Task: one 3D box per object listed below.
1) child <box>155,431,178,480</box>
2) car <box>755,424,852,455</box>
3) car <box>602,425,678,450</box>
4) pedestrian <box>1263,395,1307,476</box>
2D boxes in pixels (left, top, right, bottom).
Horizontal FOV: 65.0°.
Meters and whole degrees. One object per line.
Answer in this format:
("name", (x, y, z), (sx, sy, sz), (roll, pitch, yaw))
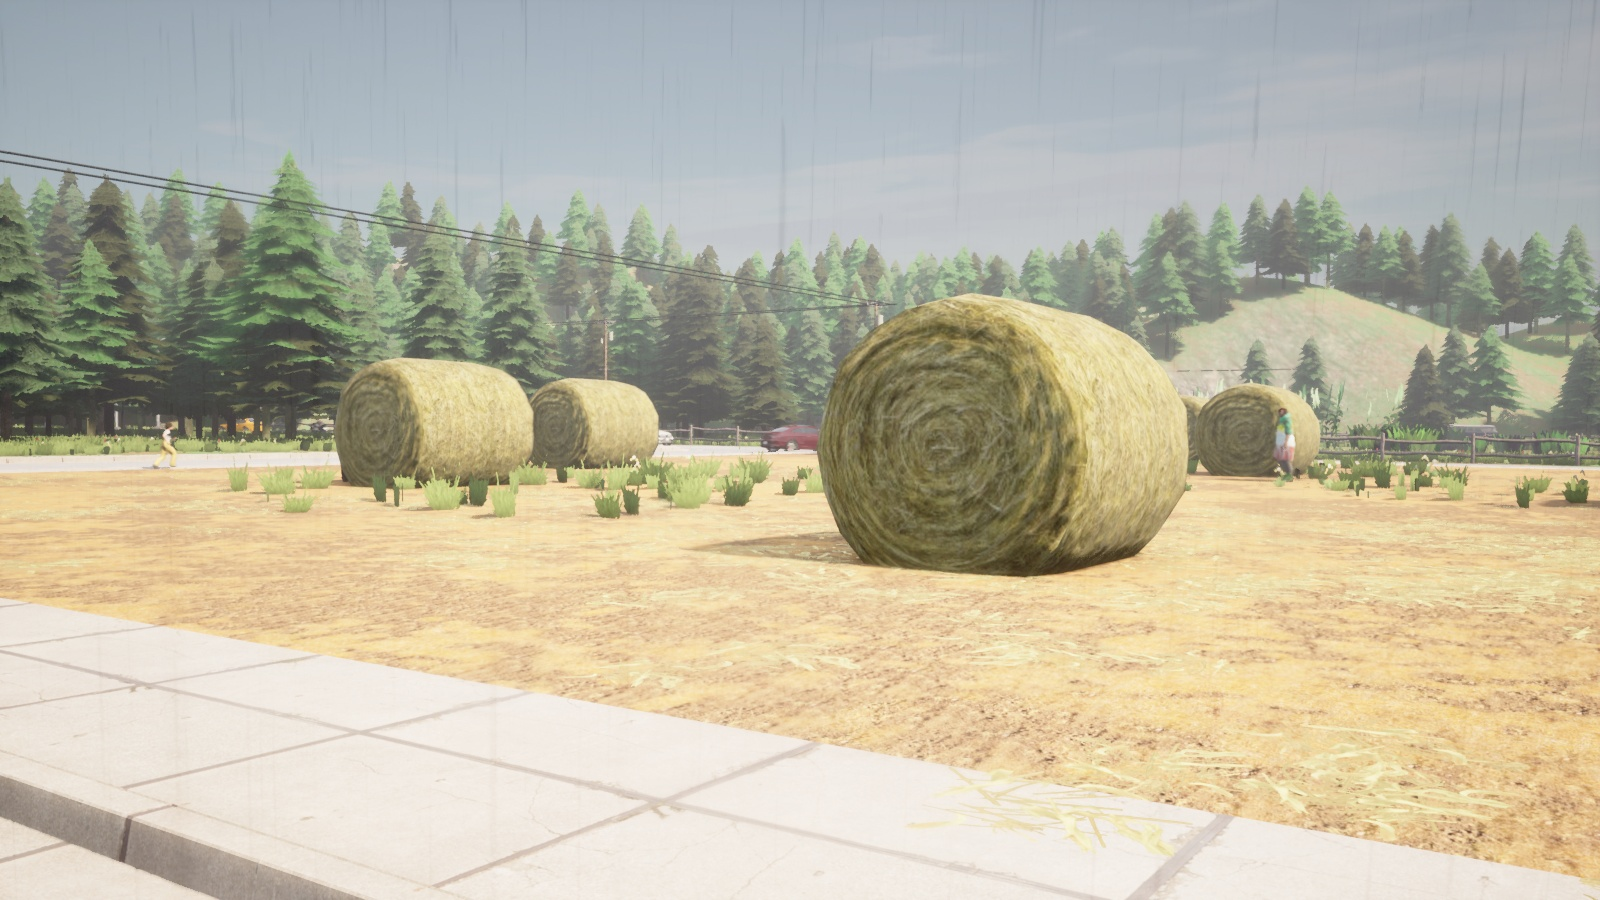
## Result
("child", (-16.711, 0.144, 33.133), (0.270, 1.263, 0.437), (0, 1, 32))
("car", (0.201, -0.553, 64.106), (4.674, 1.442, 1.812), (-2, 1, -34))
("car", (-9.856, -0.765, 77.078), (4.674, 1.442, 1.812), (0, 2, 38))
("pedestrian", (11.941, -0.360, 30.928), (0.873, 1.952, 0.659), (0, 1, 7))
